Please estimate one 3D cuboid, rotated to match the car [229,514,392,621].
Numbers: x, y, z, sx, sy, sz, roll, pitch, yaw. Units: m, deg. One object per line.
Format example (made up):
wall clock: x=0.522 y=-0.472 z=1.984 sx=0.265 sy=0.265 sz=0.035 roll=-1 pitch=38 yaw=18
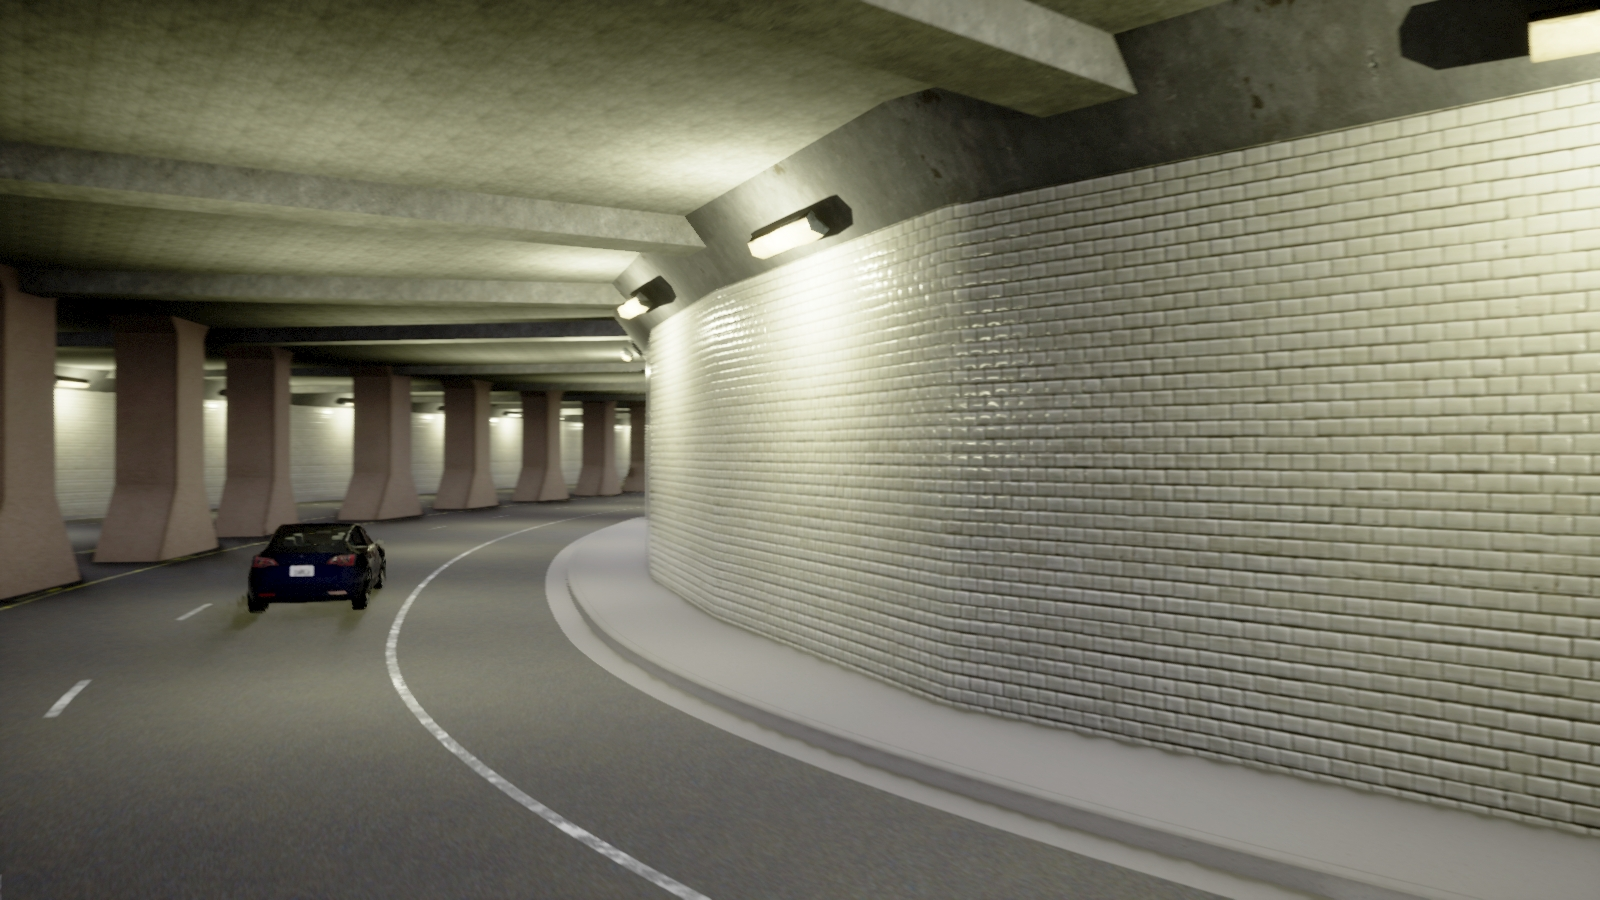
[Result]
car: x=-8.999 y=2.081 z=21.428 sx=2.163 sy=1.488 sz=4.792 roll=0 pitch=0 yaw=-15
